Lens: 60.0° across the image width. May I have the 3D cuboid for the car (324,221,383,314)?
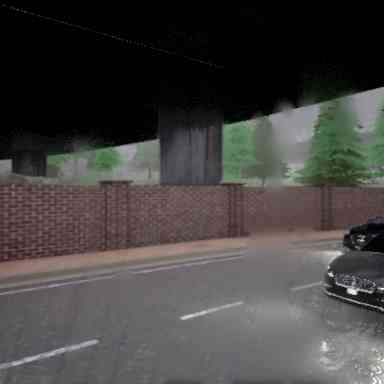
[{"bbox_3d":[4.905,1.490,7.057,4.892,1.490,1.837,0,0,-30],"label":"car"}]

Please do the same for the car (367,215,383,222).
[{"bbox_3d":[7.754,1.539,12.523,4.181,1.385,1.994,0,0,-25],"label":"car"}]
